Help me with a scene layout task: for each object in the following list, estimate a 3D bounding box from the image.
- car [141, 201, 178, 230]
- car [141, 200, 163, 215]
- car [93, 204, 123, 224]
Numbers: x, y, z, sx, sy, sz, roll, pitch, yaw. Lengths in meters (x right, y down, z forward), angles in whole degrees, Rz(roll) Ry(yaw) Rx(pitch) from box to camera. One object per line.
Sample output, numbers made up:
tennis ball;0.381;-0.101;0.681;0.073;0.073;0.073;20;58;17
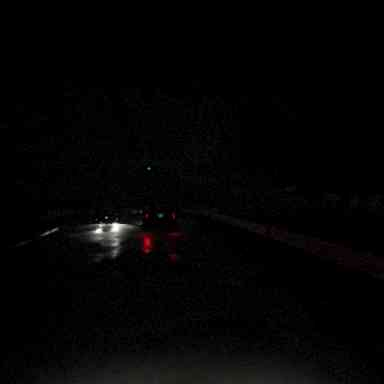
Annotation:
car;-2.177;1.440;21.954;2.097;1.767;4.553;0;0;-8
car;-4.562;1.676;36.974;2.033;1.411;5.357;0;0;-11
car;-6.485;1.671;26.088;1.994;1.385;4.181;0;0;-8
